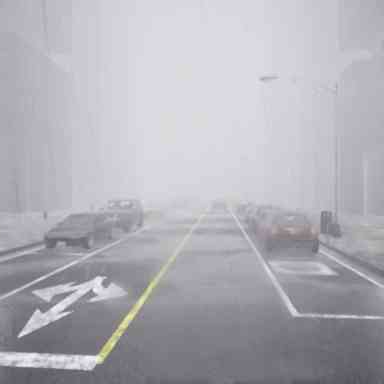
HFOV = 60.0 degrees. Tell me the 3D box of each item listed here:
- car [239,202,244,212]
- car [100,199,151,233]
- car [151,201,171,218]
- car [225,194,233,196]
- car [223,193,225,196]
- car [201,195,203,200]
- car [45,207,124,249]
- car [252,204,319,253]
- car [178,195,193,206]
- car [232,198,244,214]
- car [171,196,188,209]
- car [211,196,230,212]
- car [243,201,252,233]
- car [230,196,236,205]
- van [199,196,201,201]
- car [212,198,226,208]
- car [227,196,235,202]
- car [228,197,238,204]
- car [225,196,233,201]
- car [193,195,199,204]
[{"bbox_3d":[4.701,1.630,24.668,1.802,1.307,4.206,0,0,5],"label":"car"},{"bbox_3d":[-4.242,1.331,19.968,2.192,1.841,5.009,0,0,5],"label":"car"},{"bbox_3d":[-3.361,1.559,30.613,1.752,1.417,4.829,0,0,5],"label":"car"},{"bbox_3d":[7.008,1.587,57.414,1.882,1.535,5.008,0,0,5],"label":"car"},{"bbox_3d":[9.618,1.491,84.141,2.192,1.841,5.009,0,0,5],"label":"car"},{"bbox_3d":[1.123,1.593,84.859,1.967,1.590,4.097,0,0,5],"label":"car"},{"bbox_3d":[-4.688,1.574,14.560,1.947,1.339,4.313,0,0,5],"label":"car"},{"bbox_3d":[3.807,1.471,13.855,1.967,1.590,4.097,0,0,5],"label":"car"},{"bbox_3d":[-1.560,1.390,52.414,2.192,1.841,5.009,0,0,5],"label":"car"},{"bbox_3d":[5.595,1.611,35.481,1.887,1.381,4.507,0,0,5],"label":"car"},{"bbox_3d":[-2.006,1.646,47.006,1.802,1.307,4.206,0,0,5],"label":"car"},{"bbox_3d":[3.362,1.573,40.765,1.837,1.490,4.892,0,0,5],"label":"car"},{"bbox_3d":[4.254,1.479,19.262,1.967,1.590,4.097,0,0,5],"label":"car"},{"bbox_3d":[6.503,1.612,46.464,1.752,1.417,4.829,0,0,5],"label":"car"},{"bbox_3d":[0.676,1.481,79.451,1.690,1.788,3.998,0,0,5],"label":"van"},{"bbox_3d":[4.106,1.653,50.952,1.994,1.385,4.181,0,0,5],"label":"car"},{"bbox_3d":[9.185,1.689,78.903,1.752,1.417,4.829,0,0,5],"label":"car"},{"bbox_3d":[8.276,1.681,67.921,1.887,1.381,4.507,0,0,5],"label":"car"},{"bbox_3d":[10.512,1.766,94.954,1.947,1.339,4.313,0,0,5],"label":"car"},{"bbox_3d":[-0.218,1.658,68.635,1.887,1.381,4.507,0,0,5],"label":"car"}]
